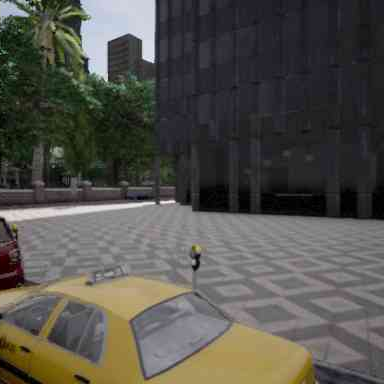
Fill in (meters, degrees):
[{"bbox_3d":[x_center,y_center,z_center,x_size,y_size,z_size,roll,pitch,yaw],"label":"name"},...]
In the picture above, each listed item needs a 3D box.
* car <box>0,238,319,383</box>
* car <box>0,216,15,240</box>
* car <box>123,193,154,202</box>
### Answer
[{"bbox_3d":[-1.141,1.523,3.777,4.829,1.417,1.752,0,0,36],"label":"car"},{"bbox_3d":[-5.468,1.307,6.864,5.009,1.841,2.192,0,0,36],"label":"car"},{"bbox_3d":[-7.719,0.746,48.310,1.895,1.301,4.718,0,1,36],"label":"car"}]
